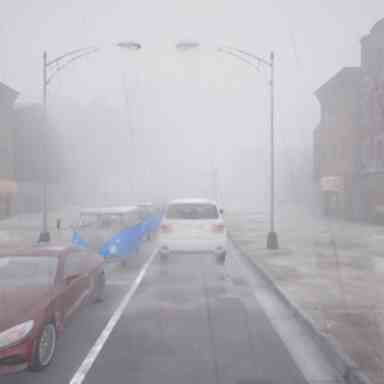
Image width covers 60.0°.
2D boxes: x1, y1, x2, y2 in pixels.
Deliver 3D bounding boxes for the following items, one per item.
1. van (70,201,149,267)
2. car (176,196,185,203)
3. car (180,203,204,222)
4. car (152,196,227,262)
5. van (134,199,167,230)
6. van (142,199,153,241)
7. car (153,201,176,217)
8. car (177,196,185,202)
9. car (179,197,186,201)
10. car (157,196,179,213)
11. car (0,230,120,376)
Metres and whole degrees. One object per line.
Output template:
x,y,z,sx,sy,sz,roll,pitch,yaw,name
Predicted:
-2.640,1.360,11.083,1.690,1.788,3.998,0,0,0,van
-2.654,1.683,76.552,1.967,1.590,4.097,0,0,0,car
0.035,1.650,27.908,1.895,1.301,4.718,0,0,1,car
0.030,1.244,12.377,2.150,2.045,5.566,0,0,1,car
-2.642,1.380,22.011,1.690,1.788,3.998,0,0,0,van
-2.641,1.370,16.547,1.690,1.788,3.998,0,0,0,van
-2.644,1.610,32.939,2.008,1.369,4.403,0,0,0,car
-2.654,1.718,82.240,1.967,1.590,4.097,0,0,0,car
-2.657,1.940,93.617,1.802,1.307,4.206,0,0,0,car
-2.645,1.387,38.404,2.192,1.841,5.009,0,0,0,car
-2.639,1.591,5.618,1.802,1.307,4.206,0,0,0,car
